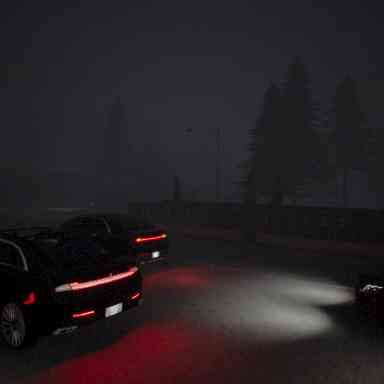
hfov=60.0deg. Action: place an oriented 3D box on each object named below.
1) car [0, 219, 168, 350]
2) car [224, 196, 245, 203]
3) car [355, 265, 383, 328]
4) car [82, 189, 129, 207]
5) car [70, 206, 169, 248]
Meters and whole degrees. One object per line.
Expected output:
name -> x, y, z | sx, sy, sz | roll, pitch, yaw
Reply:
car -> -3.069, 1.413, 6.140 | 4.902, 1.511, 2.128 | 1, 1, 36
car -> 6.356, 0.970, 46.576 | 2.097, 1.767, 4.553 | 1, 1, 37
car -> 4.936, 1.526, 4.764 | 4.674, 1.442, 1.812 | 0, 0, 36
car -> -9.590, 0.689, 37.450 | 2.150, 2.045, 5.566 | 1, 1, 38
car -> -2.925, 1.386, 10.348 | 4.892, 1.490, 1.837 | 1, 1, 36
